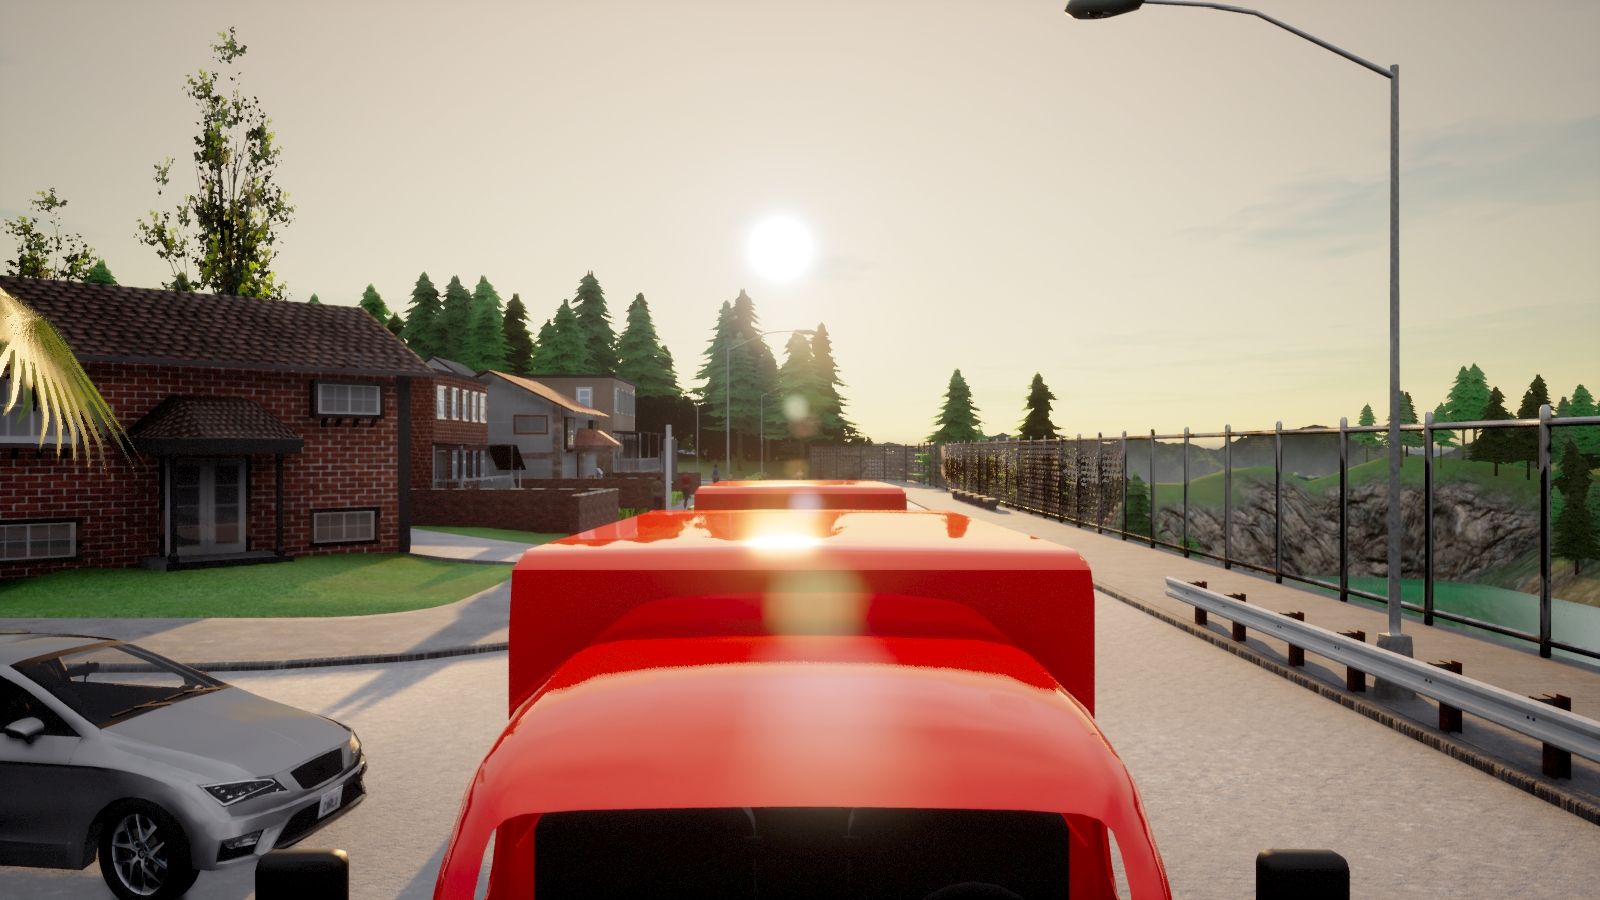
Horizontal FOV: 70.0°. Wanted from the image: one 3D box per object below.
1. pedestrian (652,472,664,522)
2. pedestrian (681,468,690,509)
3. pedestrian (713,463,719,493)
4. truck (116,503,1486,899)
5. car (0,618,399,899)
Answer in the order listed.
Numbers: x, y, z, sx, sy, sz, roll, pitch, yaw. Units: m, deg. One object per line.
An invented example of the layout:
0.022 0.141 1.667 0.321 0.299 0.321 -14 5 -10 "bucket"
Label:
-5.327 1.762 42.834 0.375 1.860 0.375 0 0 0 "pedestrian"
-5.286 1.766 52.734 0.375 1.860 0.375 0 0 0 "pedestrian"
-5.291 1.774 72.079 0.375 1.860 0.375 0 0 0 "pedestrian"
0.003 1.571 4.792 2.627 2.467 5.204 0 0 0 "truck"
-5.218 2.069 7.982 4.193 1.474 1.816 0 0 8 "car"
